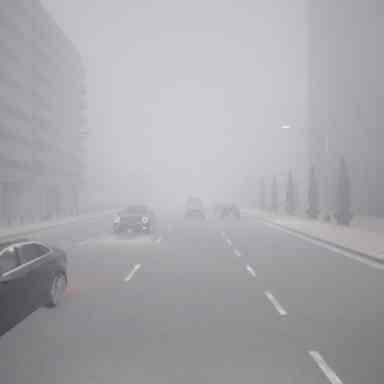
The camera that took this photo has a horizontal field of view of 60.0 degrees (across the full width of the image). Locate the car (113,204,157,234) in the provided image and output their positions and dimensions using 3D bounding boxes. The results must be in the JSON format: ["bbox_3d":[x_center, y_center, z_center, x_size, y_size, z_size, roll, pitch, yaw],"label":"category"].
[{"bbox_3d":[-3.434,1.584,20.763,2.097,1.767,4.553,0,-1,1],"label":"car"}]

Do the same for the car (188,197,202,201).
[{"bbox_3d":[0.352,1.708,43.437,2.150,2.045,5.566,0,0,1],"label":"car"}]

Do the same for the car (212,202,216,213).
[{"bbox_3d":[3.792,1.998,44.276,1.837,1.490,4.892,0,-1,1],"label":"car"}]

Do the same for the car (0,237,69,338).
[{"bbox_3d":[-3.587,1.553,5.330,2.128,1.511,4.902,0,-1,0],"label":"car"}]

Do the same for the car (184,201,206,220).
[{"bbox_3d":[0.286,1.888,32.457,1.812,1.442,4.674,0,-1,0],"label":"car"}]

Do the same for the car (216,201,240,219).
[{"bbox_3d":[3.759,1.883,33.961,1.837,1.490,4.892,0,-1,1],"label":"car"}]
